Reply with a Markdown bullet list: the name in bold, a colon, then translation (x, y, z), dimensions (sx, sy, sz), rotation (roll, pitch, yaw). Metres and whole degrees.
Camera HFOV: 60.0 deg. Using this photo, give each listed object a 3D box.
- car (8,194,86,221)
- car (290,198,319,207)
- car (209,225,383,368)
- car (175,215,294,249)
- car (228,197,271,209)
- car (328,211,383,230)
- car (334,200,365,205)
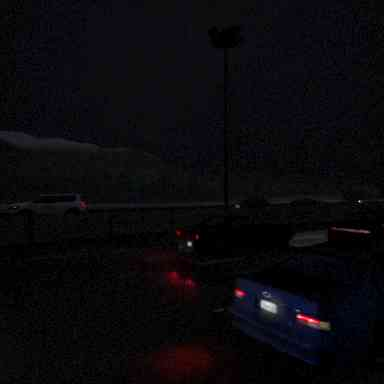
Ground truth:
- **car**: translation (-11.132, 1.166, 25.878), dimensions (5.566, 2.045, 2.150), rotation (0, 0, -33)
- **car**: translation (15.437, 1.455, 45.688), dimensions (4.181, 1.385, 1.994), rotation (0, 0, -30)
- **car**: translation (3.110, 1.533, 5.685), dimensions (5.357, 1.411, 2.033), rotation (0, 0, -33)
- **car**: translation (1.796, 1.570, 13.114), dimensions (4.718, 1.301, 1.895), rotation (0, 0, -32)
- **car**: translation (5.332, 1.277, 31.741), dimensions (4.553, 1.767, 2.097), rotation (0, 0, -30)
- **car**: translation (7.055, 1.461, 12.180), dimensions (4.902, 1.511, 2.128), rotation (0, 0, -31)
- **car**: translation (16.058, 1.481, 33.937), dimensions (4.181, 1.385, 1.994), rotation (0, 0, -30)
